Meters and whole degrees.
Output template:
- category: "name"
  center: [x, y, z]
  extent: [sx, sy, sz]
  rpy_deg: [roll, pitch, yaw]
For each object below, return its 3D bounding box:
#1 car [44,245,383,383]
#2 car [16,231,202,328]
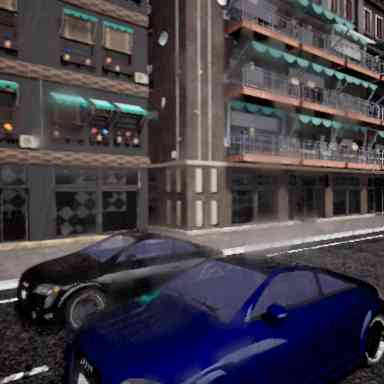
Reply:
- category: "car"
  center: [0.649, 1.541, 4.147]
  extent: [4.181, 1.385, 1.994]
  rpy_deg: [-1, 0, -35]
- category: "car"
  center: [-1.225, 1.541, 6.803]
  extent: [4.181, 1.385, 1.994]
  rpy_deg: [-1, 0, -35]
